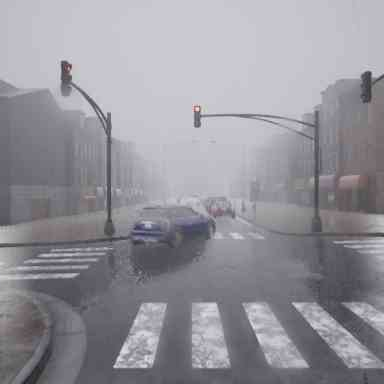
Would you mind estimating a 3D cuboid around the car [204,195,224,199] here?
[{"bbox_3d":[2.700,1.382,35.040,2.192,1.841,5.009,-1,0,0],"label":"car"}]

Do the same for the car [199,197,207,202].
[{"bbox_3d":[2.802,1.854,83.661,1.802,1.307,4.206,-1,0,0],"label":"car"}]

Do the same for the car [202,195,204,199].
[{"bbox_3d":[2.711,1.400,40.443,2.192,1.841,5.009,-1,0,0],"label":"car"}]

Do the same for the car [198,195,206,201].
[{"bbox_3d":[2.823,1.772,94.466,1.967,1.590,4.097,-1,0,0],"label":"car"}]

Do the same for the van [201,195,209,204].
[{"bbox_3d":[2.777,1.559,72.857,1.690,1.788,3.998,-1,0,0],"label":"van"}]

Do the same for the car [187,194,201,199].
[{"bbox_3d":[0.224,1.378,59.435,2.150,2.045,5.566,0,0,-1],"label":"car"}]

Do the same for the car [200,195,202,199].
[{"bbox_3d":[2.734,1.563,51.247,1.967,1.590,4.097,-1,0,0],"label":"car"}]

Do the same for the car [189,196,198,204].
[{"bbox_3d":[0.244,1.706,69.605,1.837,1.490,4.892,0,0,0],"label":"car"}]

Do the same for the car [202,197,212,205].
[{"bbox_3d":[2.758,1.694,62.221,1.752,1.417,4.829,-1,0,0],"label":"car"}]

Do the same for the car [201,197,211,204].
[{"bbox_3d":[2.769,1.718,67.624,1.752,1.417,4.829,-1,0,0],"label":"car"}]

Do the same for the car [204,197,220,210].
[{"bbox_3d":[2.723,1.543,45.845,1.967,1.590,4.097,-1,0,0],"label":"car"}]

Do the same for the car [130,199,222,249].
[{"bbox_3d":[-0.702,1.365,14.935,2.097,1.767,4.553,-1,0,29],"label":"car"}]

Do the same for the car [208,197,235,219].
[{"bbox_3d":[2.690,1.492,29.638,1.967,1.590,4.097,-1,0,0],"label":"car"}]
